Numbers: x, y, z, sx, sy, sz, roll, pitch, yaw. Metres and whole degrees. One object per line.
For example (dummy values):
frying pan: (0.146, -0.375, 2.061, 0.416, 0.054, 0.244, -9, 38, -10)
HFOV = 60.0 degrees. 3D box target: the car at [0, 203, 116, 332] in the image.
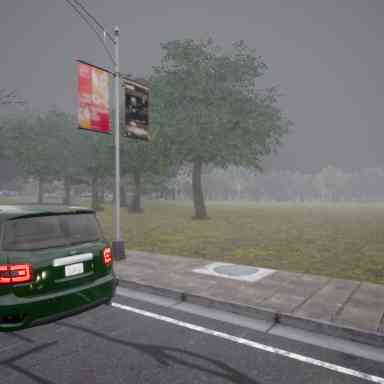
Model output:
car: (-3.889, 1.235, 6.415, 5.566, 2.045, 2.150, 0, 0, 36)
